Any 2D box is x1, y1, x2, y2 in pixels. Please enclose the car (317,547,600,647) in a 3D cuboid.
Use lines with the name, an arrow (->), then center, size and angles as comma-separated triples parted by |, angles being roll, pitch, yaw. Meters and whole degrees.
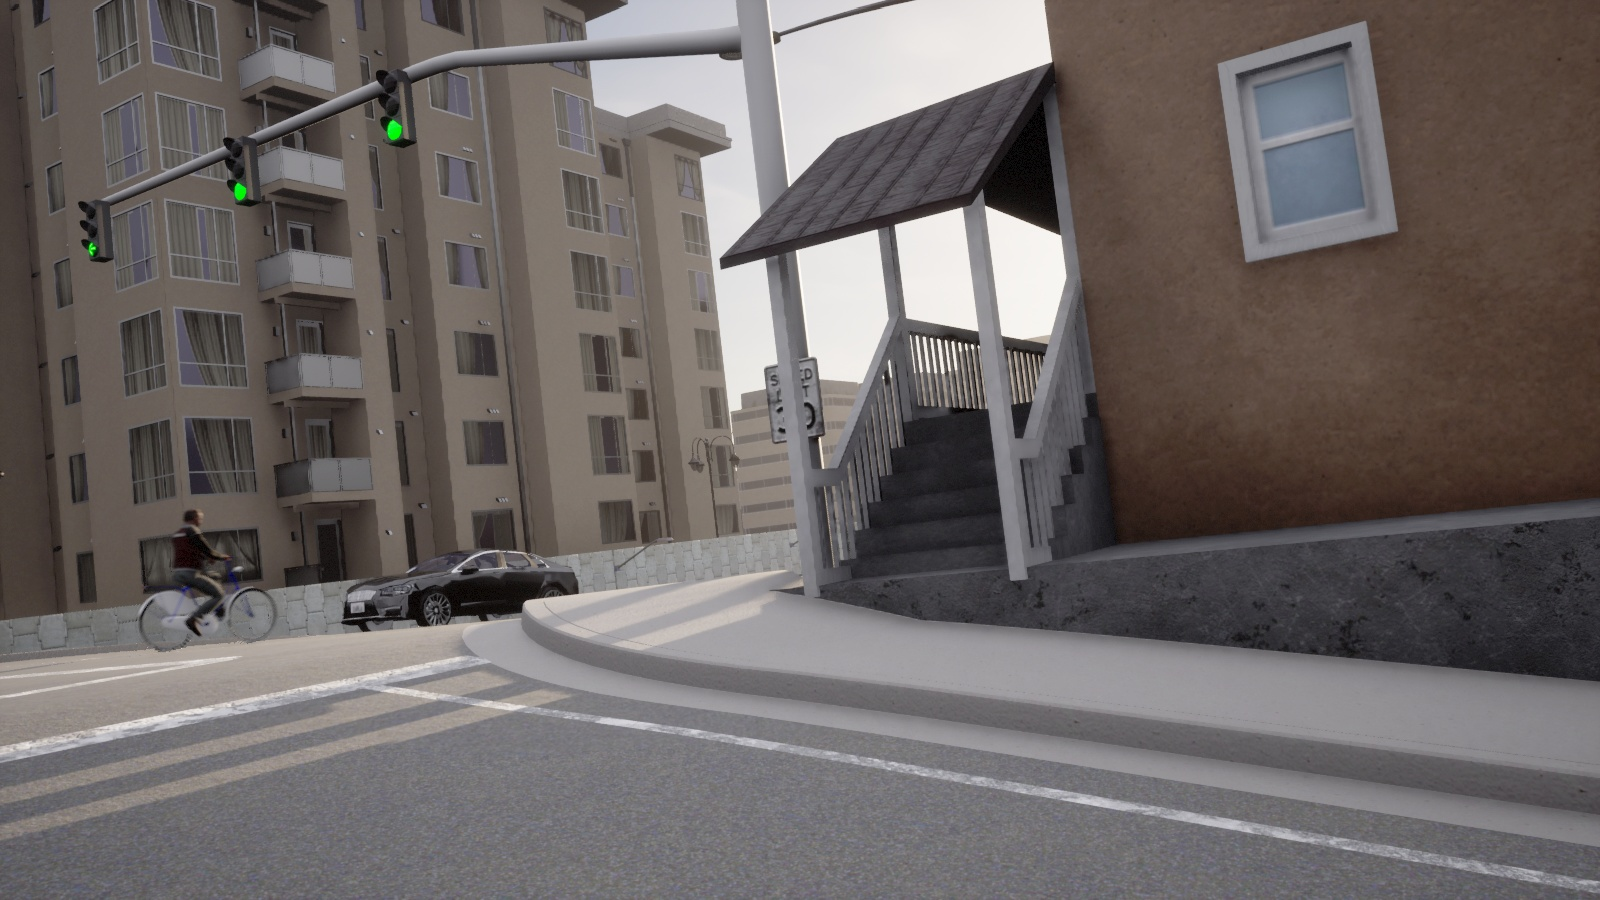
car -> -6.306, 2.718, 23.755 | 2.128, 1.511, 4.902 | -10, -9, 33

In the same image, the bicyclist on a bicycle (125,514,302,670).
bicyclist on a bicycle -> -7.391, 1.753, 15.901 | 0.659, 1.776, 1.843 | -10, -7, 33
